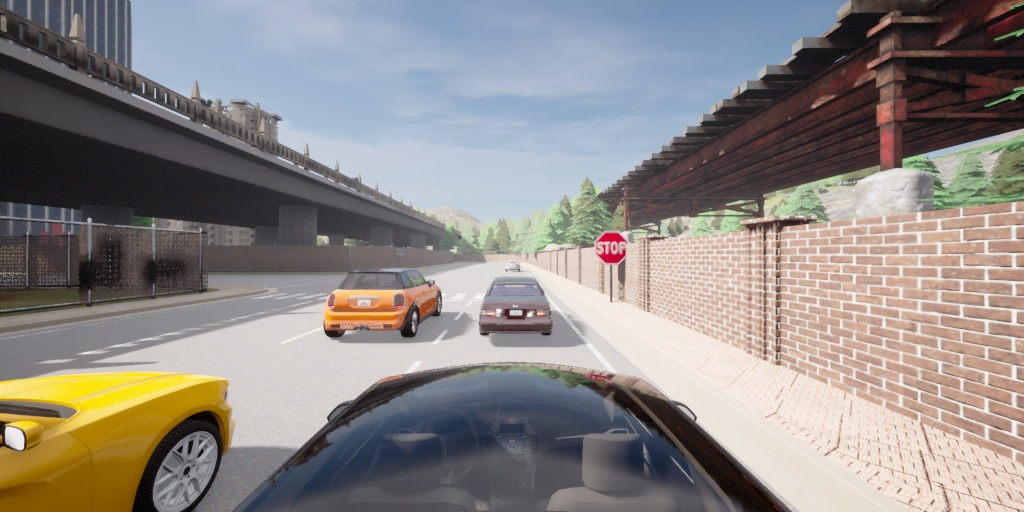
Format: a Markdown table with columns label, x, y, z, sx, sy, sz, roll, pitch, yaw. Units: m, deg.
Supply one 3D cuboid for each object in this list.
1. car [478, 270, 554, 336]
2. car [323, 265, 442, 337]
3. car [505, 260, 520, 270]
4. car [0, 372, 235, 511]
| label | x | y | z | sx | sy | sz | roll | pitch | yaw |
| --- | --- | --- | --- | --- | --- | --- | --- | --- | --- |
| car | 0.088 | 1.297 | 10.412 | 2.033 | 1.411 | 5.357 | 0 | 0 | 0 |
| car | -3.414 | 1.102 | 10.393 | 2.097 | 1.767 | 4.553 | 0 | 0 | 0 |
| car | 0.114 | 1.276 | 46.284 | 1.812 | 1.442 | 4.674 | 0 | 0 | -1 |
| car | -3.398 | 1.228 | 1.136 | 1.882 | 1.535 | 5.008 | 0 | 0 | 0 |
